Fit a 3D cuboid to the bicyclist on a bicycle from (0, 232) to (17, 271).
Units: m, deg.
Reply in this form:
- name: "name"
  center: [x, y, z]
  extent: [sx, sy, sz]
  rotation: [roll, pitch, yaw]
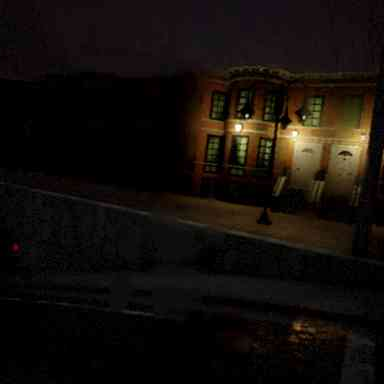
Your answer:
- name: "bicyclist on a bicycle"
  center: [-6.962, 2.128, 12.088]
  extent: [0.582, 1.620, 1.656]
  rotation: [-4, -1, 32]
